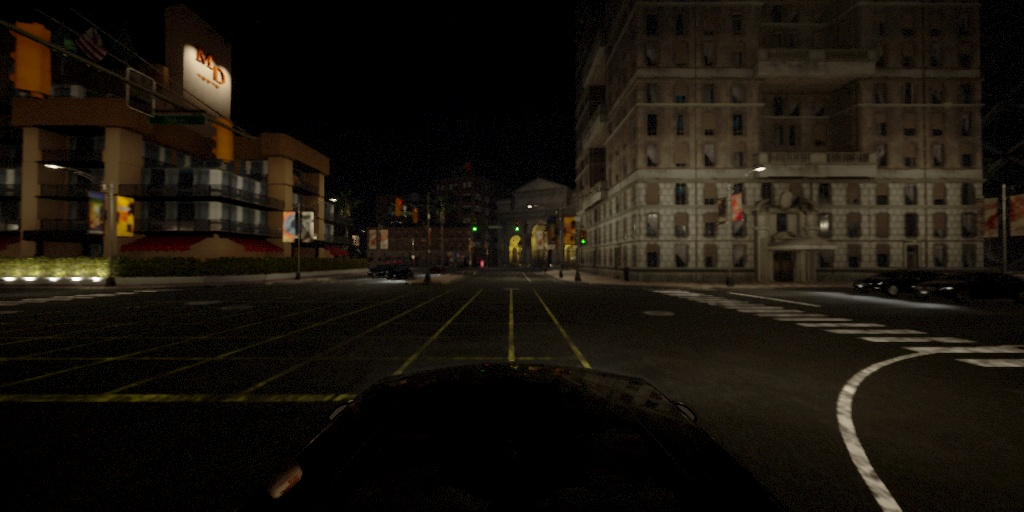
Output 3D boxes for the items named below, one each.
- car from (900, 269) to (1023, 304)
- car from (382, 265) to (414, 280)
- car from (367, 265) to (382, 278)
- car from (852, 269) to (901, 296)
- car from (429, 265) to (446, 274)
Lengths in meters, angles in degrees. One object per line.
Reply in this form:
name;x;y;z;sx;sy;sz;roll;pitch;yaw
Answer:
car;22.122;1.478;17.256;4.674;1.442;1.812;0;-1;0
car;-11.578;1.774;37.325;1.994;1.385;4.181;0;-1;0
car;-14.995;1.759;41.441;1.812;1.442;4.674;0;0;0
car;22.569;1.502;20.758;4.892;1.490;1.837;0;-1;0
car;-11.494;2.086;55.227;1.895;1.301;4.718;0;-1;0
